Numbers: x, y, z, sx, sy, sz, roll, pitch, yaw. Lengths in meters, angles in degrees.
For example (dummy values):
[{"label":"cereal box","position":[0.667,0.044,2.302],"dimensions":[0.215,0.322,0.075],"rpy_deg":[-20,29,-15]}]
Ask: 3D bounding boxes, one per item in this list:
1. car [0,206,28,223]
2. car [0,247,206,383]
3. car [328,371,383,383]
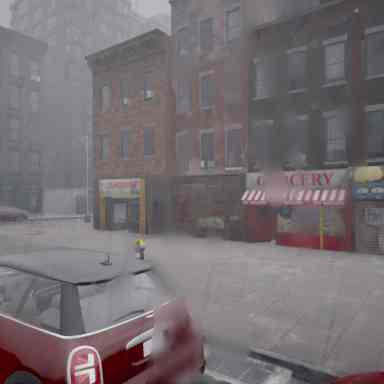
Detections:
[{"label":"car","position":[-15.782,1.865,27.013],"dimensions":[1.812,1.442,4.674],"rpy_deg":[-1,-2,36]},{"label":"car","position":[-1.929,1.441,4.219],"dimensions":[4.097,1.590,1.967],"rpy_deg":[0,0,36]},{"label":"car","position":[2.533,1.544,0.998],"dimensions":[4.507,1.381,1.887],"rpy_deg":[0,0,36]}]
